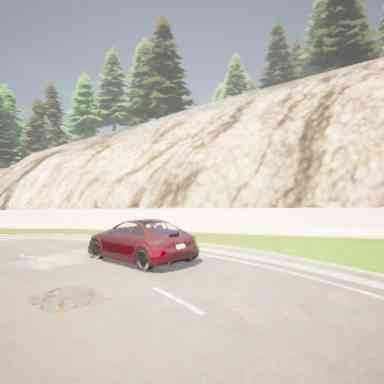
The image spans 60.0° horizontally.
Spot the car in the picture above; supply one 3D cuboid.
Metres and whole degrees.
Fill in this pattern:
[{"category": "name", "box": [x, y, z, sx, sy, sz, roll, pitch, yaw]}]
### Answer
[{"category": "car", "box": [-1.720, 1.577, 11.026, 1.994, 1.385, 4.181, -2, 0, -44]}]
